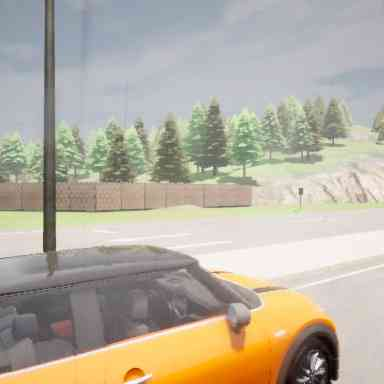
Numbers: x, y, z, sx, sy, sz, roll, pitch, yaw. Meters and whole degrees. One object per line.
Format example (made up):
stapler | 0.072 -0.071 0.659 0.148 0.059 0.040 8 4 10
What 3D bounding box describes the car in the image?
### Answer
car | -0.525 1.352 3.379 4.553 1.767 2.097 0 0 -35
